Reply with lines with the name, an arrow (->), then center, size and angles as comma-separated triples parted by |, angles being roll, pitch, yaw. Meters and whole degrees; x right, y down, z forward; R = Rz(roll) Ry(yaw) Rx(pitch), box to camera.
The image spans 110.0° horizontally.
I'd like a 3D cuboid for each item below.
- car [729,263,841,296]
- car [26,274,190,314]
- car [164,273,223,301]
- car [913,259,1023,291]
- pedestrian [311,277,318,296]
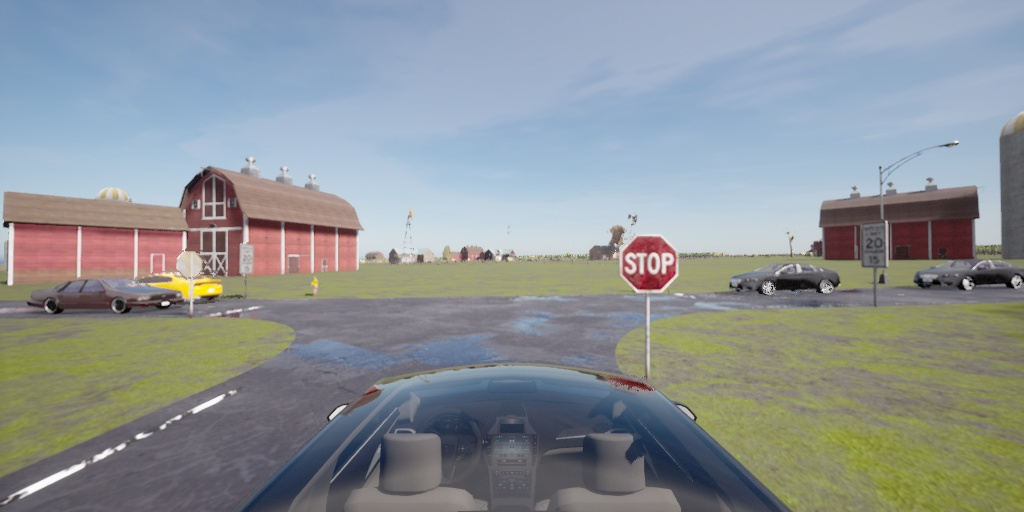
car -> 13.253, 1.103, 17.577 | 4.902, 1.511, 2.128 | -1, -1, -4
car -> -16.971, 1.622, 15.054 | 5.357, 1.411, 2.033 | -1, -1, 5
car -> -17.374, 1.607, 18.023 | 5.008, 1.535, 1.882 | -1, -1, 5
car -> 23.487, 0.931, 18.468 | 4.902, 1.511, 2.128 | -1, -1, -7
pedestrian -> -11.251, 1.732, 20.505 | 0.500, 1.100, 0.500 | 0, 0, 4
